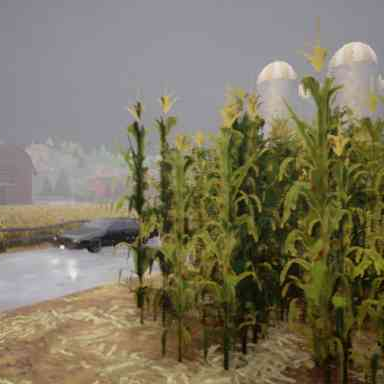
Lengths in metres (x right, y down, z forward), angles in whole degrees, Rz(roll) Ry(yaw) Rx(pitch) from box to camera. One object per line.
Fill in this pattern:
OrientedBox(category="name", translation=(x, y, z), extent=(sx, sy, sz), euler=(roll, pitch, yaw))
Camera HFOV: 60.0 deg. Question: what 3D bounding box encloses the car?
OrientedBox(category="car", translation=(-3.872, 1.911, 15.931), extent=(2.033, 1.411, 5.357), euler=(-1, -1, 34))
